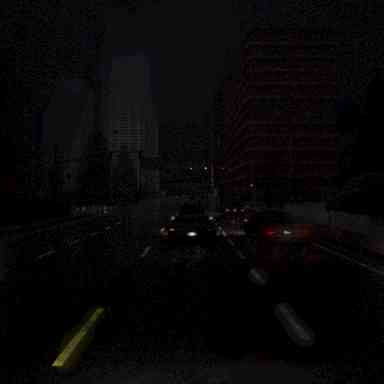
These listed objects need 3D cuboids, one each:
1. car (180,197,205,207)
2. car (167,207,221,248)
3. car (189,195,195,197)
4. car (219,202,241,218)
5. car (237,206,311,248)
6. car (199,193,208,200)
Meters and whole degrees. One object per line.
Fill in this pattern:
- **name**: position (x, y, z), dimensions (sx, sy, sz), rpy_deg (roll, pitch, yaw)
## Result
- **car**: position (0.000, 1.515, 29.650), dimensions (1.837, 1.490, 4.892), rpy_deg (0, 0, 0)
- **car**: position (0.000, 1.570, 14.650), dimensions (1.994, 1.385, 4.181), rpy_deg (0, 0, 0)
- **car**: position (0.000, 1.406, 91.987), dimensions (2.033, 1.411, 5.357), rpy_deg (0, 0, 0)
- **car**: position (3.500, 1.562, 29.650), dimensions (2.033, 1.411, 5.357), rpy_deg (0, 0, 0)
- **car**: position (3.500, 1.561, 14.650), dimensions (2.033, 1.411, 5.357), rpy_deg (0, 0, 0)
- **car**: position (3.500, 1.366, 91.987), dimensions (1.837, 1.490, 4.892), rpy_deg (0, 0, 0)
